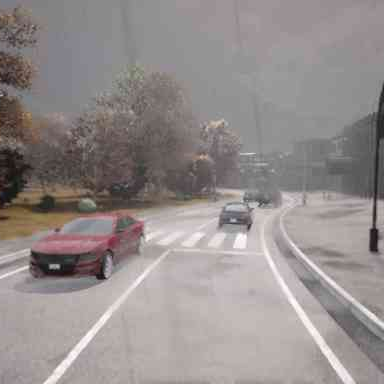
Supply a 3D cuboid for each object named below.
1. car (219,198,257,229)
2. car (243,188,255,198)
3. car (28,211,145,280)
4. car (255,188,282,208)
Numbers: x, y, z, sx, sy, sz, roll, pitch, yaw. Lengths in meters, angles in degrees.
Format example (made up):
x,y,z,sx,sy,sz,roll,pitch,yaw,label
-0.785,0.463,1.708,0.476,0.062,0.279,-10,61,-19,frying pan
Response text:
x,y,z,sx,sy,sz,roll,pitch,yaw,label
2.767,1.350,20.236,1.812,1.442,4.674,1,1,13,car
9.126,0.437,49.582,2.150,2.045,5.566,2,2,20,car
-2.804,1.382,9.974,1.882,1.535,5.008,1,1,7,car
9.516,0.720,40.254,2.150,2.045,5.566,2,2,22,car
